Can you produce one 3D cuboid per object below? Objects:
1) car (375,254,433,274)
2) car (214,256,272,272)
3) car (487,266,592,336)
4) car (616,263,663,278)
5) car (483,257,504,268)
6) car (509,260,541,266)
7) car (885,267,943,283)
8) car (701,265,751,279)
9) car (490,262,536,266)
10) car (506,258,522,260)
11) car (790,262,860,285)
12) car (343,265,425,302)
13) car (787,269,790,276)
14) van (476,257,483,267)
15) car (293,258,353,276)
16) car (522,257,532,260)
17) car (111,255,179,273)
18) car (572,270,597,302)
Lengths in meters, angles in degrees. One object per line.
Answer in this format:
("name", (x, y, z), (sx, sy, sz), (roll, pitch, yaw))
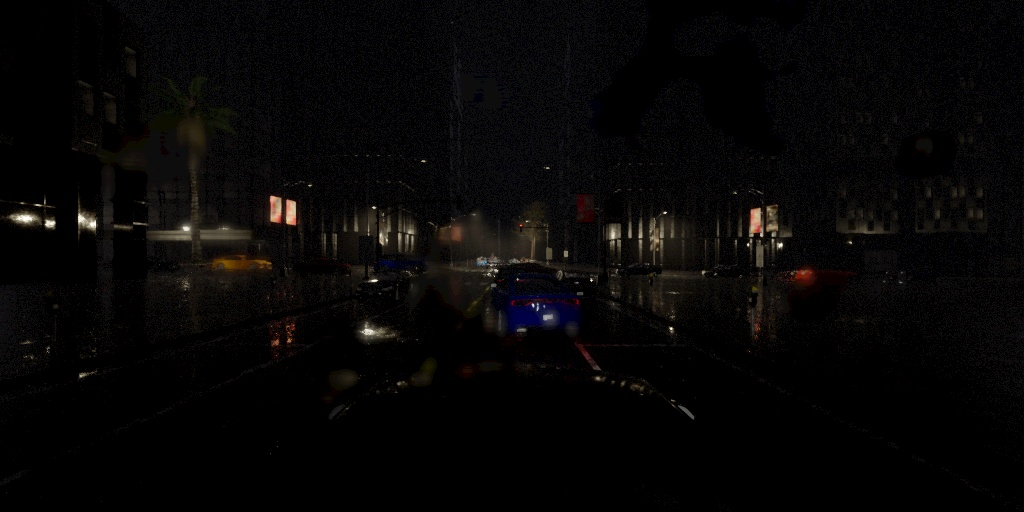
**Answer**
("car", (-10.699, 0.812, 35.554), (5.566, 2.045, 2.150), (1, 0, 0))
("car", (-26.660, 0.786, 35.607), (5.008, 1.535, 1.882), (1, 0, 0))
("car", (0.468, 1.228, 10.488), (1.882, 1.535, 5.008), (0, 0, -8))
("car", (13.762, 1.532, 38.892), (4.902, 1.511, 2.128), (1, 0, -1))
("car", (-2.882, 1.259, 56.158), (2.128, 1.511, 4.902), (0, 0, 2))
("car", (1.925, 1.285, 32.247), (4.674, 1.442, 1.812), (0, 0, 0))
("car", (43.400, 1.954, 38.754), (4.553, 1.767, 2.097), (1, 0, 1))
("car", (23.181, 1.708, 38.872), (4.902, 1.511, 2.128), (1, 0, 0))
("car", (0.075, 1.257, 17.996), (1.837, 1.490, 4.892), (0, 0, 0))
("car", (0.327, 1.371, 61.209), (1.895, 1.301, 4.718), (0, 0, 1))
("car", (28.310, 1.651, 32.155), (4.553, 1.767, 2.097), (1, 0, 0))
("car", (-5.756, 1.302, 16.794), (2.007, 1.370, 4.403), (0, 0, 0))
("car", (33.104, 1.626, 38.826), (5.566, 2.045, 2.150), (1, 0, 1))
("van", (-5.494, 1.113, 64.562), (1.690, 1.789, 3.998), (0, 0, 1))
("car", (-16.913, 0.951, 32.324), (5.008, 1.535, 1.882), (1, 0, 0))
("car", (2.979, 1.319, 58.970), (2.007, 1.370, 4.403), (0, 0, 1))
("car", (-33.012, 0.670, 32.384), (5.008, 1.535, 1.882), (1, 0, 0))
("car", (2.770, 1.303, 16.787), (2.007, 1.370, 4.403), (0, 0, 0))
